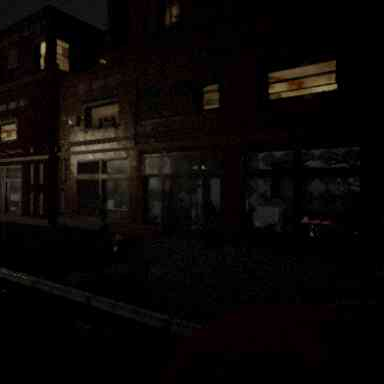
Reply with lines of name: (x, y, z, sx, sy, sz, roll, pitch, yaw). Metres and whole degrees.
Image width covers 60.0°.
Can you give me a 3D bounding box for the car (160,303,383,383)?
car: (2.029, 1.321, 1.422, 5.009, 1.841, 2.192, 0, 1, 36)
